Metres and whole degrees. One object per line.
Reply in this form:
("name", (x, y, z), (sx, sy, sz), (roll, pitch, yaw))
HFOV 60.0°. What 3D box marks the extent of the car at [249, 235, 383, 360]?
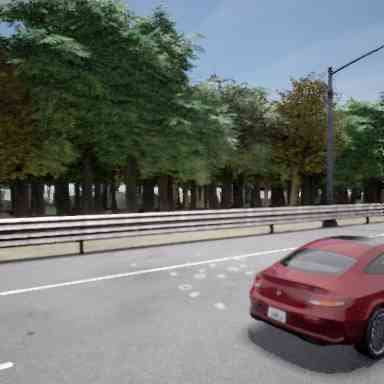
("car", (3.039, 1.517, 5.913), (4.674, 1.442, 1.812), (0, 0, -35))
